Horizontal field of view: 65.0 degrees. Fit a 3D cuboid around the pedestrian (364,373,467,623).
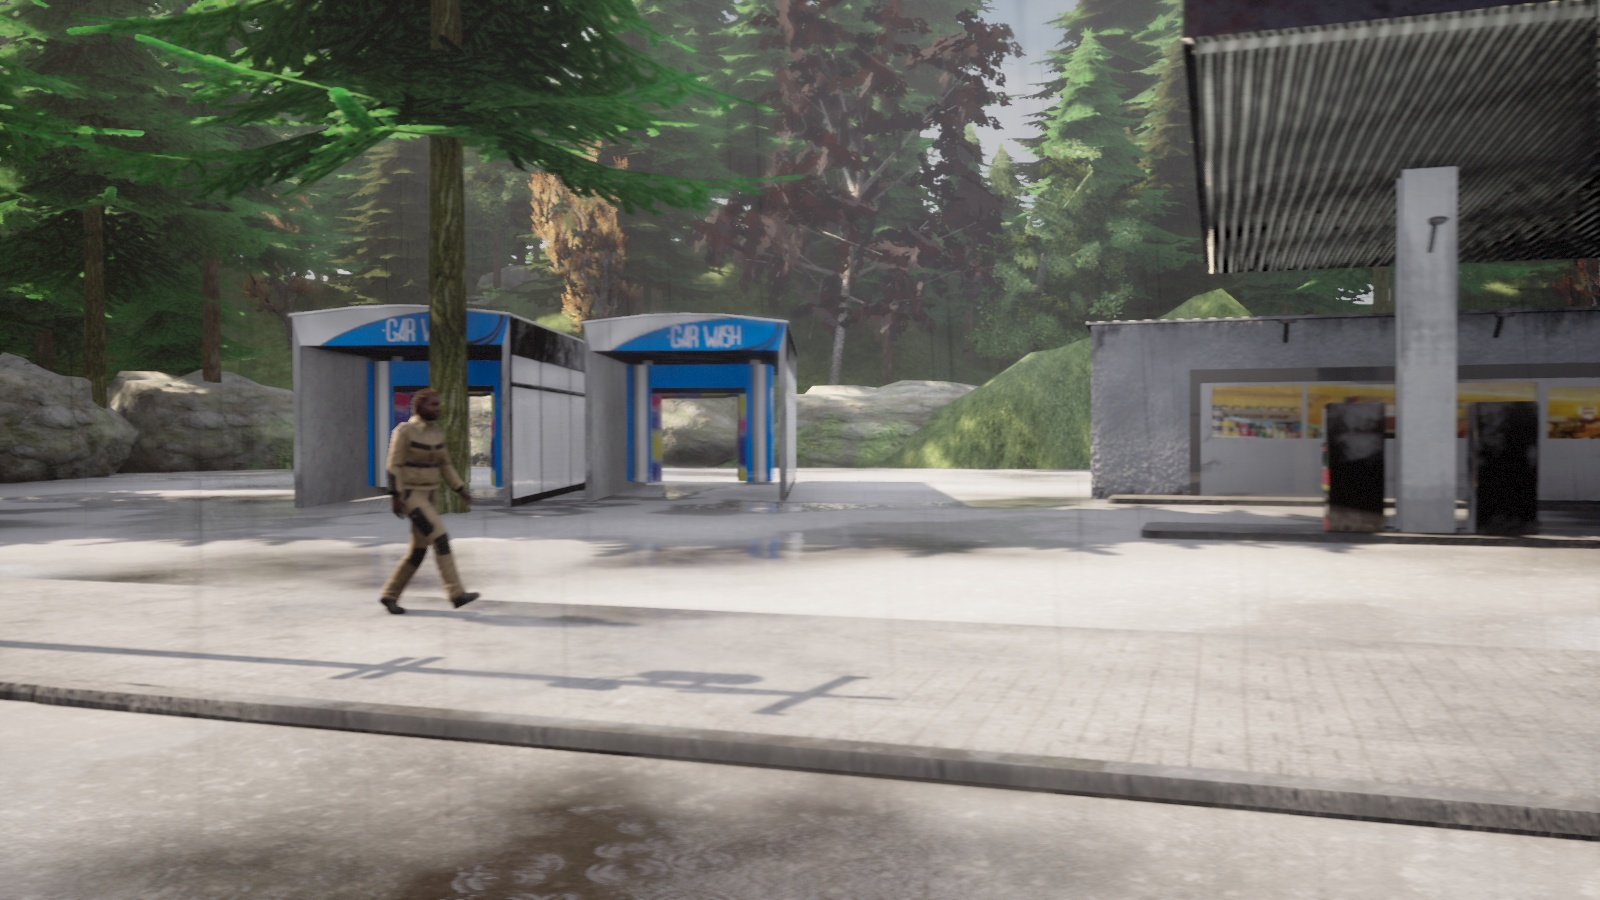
[{"bbox_3d":[-3.053,0.365,9.978,0.692,1.930,0.396,1,1,24],"label":"pedestrian"}]
